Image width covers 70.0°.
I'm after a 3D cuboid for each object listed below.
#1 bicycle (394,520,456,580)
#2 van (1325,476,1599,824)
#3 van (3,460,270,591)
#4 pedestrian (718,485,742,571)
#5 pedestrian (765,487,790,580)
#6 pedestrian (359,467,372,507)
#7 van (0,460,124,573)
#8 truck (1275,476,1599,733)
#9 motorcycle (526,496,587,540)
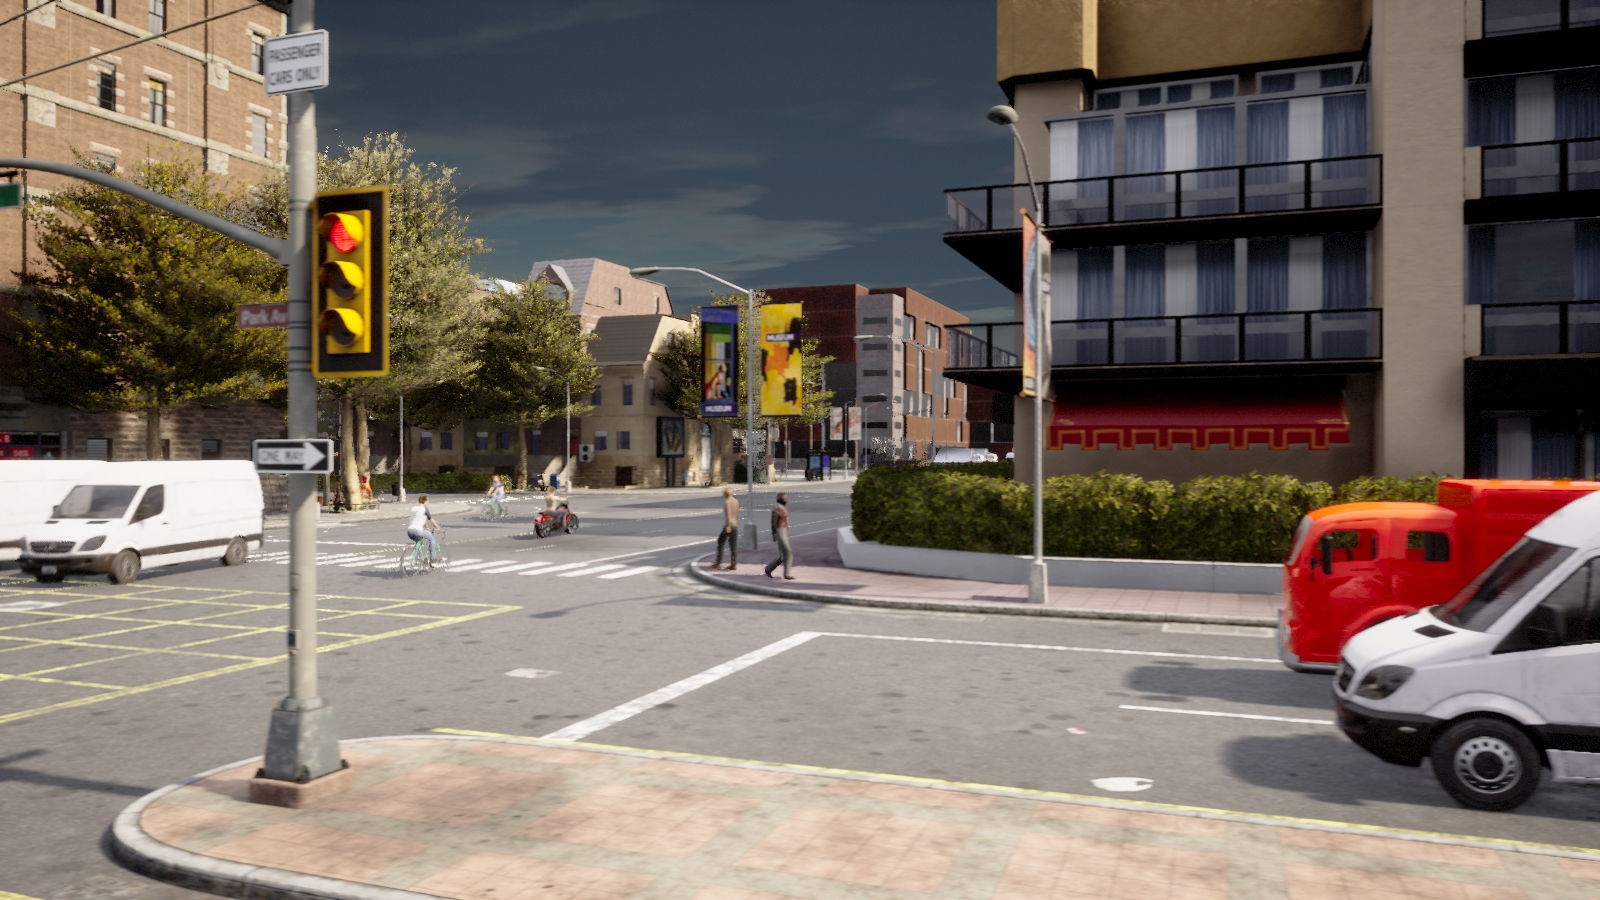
[{"bbox_3d":[-8.352,2.206,25.496,0.373,1.196,1.643,0,0,21],"label":"bicycle"},{"bbox_3d":[7.504,1.534,9.095,5.915,2.561,1.988,0,0,21],"label":"van"},{"bbox_3d":[-14.685,1.534,25.857,1.988,2.561,5.915,0,0,8],"label":"van"},{"bbox_3d":[-1.541,1.696,25.010,0.375,1.860,0.375,0,0,34],"label":"pedestrian"},{"bbox_3d":[-0.455,1.696,23.248,0.375,1.860,0.375,0,0,28],"label":"pedestrian"},{"bbox_3d":[-19.987,1.696,52.545,0.375,1.860,0.375,0,0,23],"label":"pedestrian"},{"bbox_3d":[-19.139,1.534,26.597,1.988,2.561,5.915,0,0,21],"label":"van"},{"bbox_3d":[8.114,1.568,12.615,5.204,2.467,2.627,0,0,20],"label":"truck"},{"bbox_3d":[-7.827,2.169,36.851,0.764,1.277,2.356,0,0,21],"label":"motorcycle"}]
